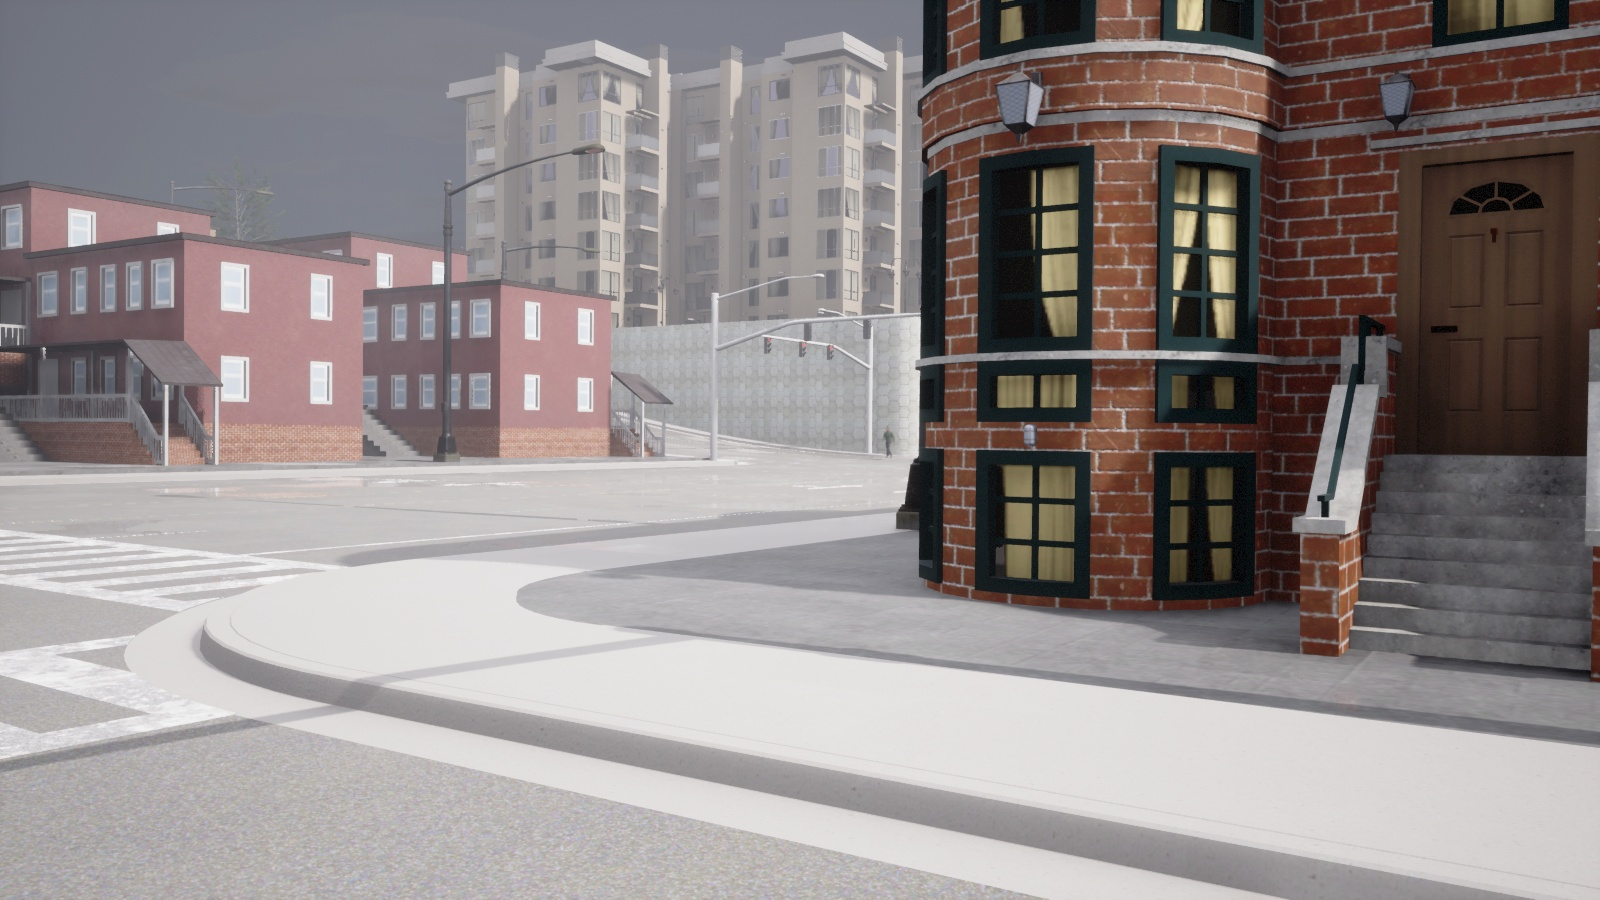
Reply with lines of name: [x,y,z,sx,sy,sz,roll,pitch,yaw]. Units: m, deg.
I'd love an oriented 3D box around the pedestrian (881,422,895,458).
pedestrian: [4.896,-0.553,69.720,0.423,1.949,0.788,0,1,34]
